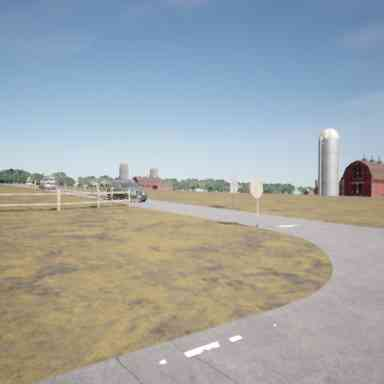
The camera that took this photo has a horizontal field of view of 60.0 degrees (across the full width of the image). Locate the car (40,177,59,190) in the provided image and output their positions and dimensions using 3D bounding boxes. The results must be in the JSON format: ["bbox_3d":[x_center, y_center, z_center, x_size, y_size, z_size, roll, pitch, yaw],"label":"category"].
[{"bbox_3d":[-25.009,-1.512,58.425,2.150,2.045,5.566,1,2,-36],"label":"car"}]

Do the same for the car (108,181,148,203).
[{"bbox_3d":[-6.432,-0.055,32.728,2.150,2.045,5.566,1,2,-36],"label":"car"}]
